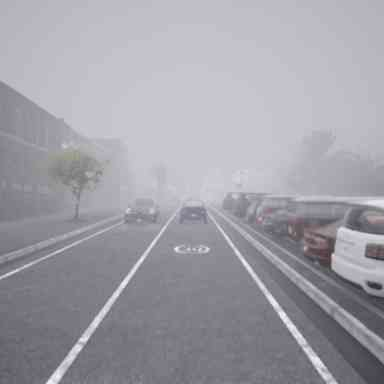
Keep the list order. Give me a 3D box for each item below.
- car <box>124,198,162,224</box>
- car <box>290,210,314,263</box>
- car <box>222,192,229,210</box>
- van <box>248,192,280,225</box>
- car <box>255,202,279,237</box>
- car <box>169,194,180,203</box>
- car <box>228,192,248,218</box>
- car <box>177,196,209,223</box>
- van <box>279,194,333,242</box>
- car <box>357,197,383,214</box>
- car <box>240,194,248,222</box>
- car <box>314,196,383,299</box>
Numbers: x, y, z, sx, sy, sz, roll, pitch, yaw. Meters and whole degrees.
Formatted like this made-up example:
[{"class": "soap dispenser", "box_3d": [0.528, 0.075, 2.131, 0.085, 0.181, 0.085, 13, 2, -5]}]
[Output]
[{"class": "car", "box_3d": [-3.343, 1.203, 23.317, 2.097, 1.767, 4.553, 0, 0, 0]}, {"class": "car", "box_3d": [5.603, 1.405, 9.217, 5.008, 1.535, 2.097, 0, 0, 0]}, {"class": "car", "box_3d": [5.632, 1.039, 31.641, 5.566, 2.045, 2.435, 0, 0, 0]}, {"class": "van", "box_3d": [5.485, 1.126, 17.626, 4.442, 1.987, 1.878, 0, 0, 0]}, {"class": "car", "box_3d": [5.597, 1.370, 14.823, 4.892, 1.521, 2.231, 0, 0, 0]}, {"class": "car", "box_3d": [-3.259, 1.271, 64.924, 2.097, 1.767, 4.553, 0, 0, 1]}, {"class": "car", "box_3d": [5.628, 1.068, 23.230, 5.566, 2.045, 2.435, 0, 0, 0]}, {"class": "car", "box_3d": [0.107, 1.324, 24.098, 1.882, 1.535, 5.008, 0, 1, 0]}, {"class": "van", "box_3d": [5.721, 1.161, 12.019, 4.442, 1.987, 1.878, 0, 0, 0]}, {"class": "car", "box_3d": [18.688, 1.290, 31.626, 5.008, 1.535, 2.097, 0, 0, 0]}, {"class": "car", "box_3d": [5.568, 1.208, 20.430, 4.553, 1.767, 2.185, 0, 0, 0]}, {"class": "car", "box_3d": [5.639, 1.171, 6.412, 5.566, 2.045, 2.435, 0, 0, 0]}]
